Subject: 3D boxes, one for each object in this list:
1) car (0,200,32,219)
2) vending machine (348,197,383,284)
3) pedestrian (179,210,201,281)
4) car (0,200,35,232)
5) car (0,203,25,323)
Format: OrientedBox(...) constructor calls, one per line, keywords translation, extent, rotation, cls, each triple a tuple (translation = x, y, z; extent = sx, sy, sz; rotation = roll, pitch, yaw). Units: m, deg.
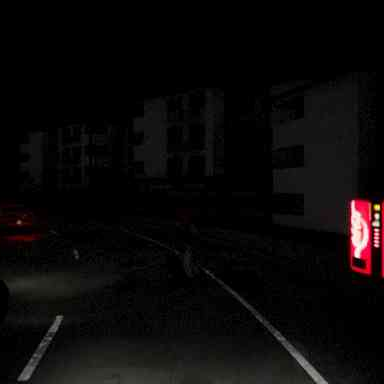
OrientedBox(translation=(-16.294, 1.503, 29.482), extent=(4.892, 1.490, 1.837), rotation=(-1, 0, 39), cls="car")
OrientedBox(translation=(4.858, 1.195, 8.705), extent=(1.100, 2.100, 0.880), rotation=(0, 0, -13), cls="vending machine")
OrientedBox(translation=(-0.062, 1.294, 8.315), extent=(0.375, 1.860, 0.375), rotation=(0, 0, -14), cls="pedestrian")
OrientedBox(translation=(-10.671, 1.477, 19.560), extent=(1.882, 1.535, 5.008), rotation=(0, 0, -38), cls="car")
OrientedBox(translation=(-3.522, 1.218, 2.416), extent=(2.150, 2.045, 5.566), rotation=(0, 0, -5), cls="car")
